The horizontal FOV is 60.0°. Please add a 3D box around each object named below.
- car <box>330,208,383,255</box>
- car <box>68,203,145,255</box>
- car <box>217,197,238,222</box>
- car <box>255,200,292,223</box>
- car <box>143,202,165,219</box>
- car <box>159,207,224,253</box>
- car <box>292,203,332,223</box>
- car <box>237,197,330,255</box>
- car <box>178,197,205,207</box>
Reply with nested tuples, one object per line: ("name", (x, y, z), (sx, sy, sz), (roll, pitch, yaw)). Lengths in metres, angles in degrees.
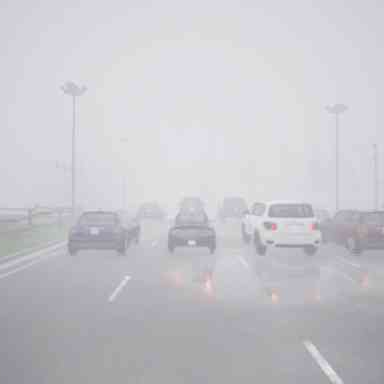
("car", (7.000, 1.481, 14.083), (2.097, 1.767, 4.553), (0, -1, 0))
("car", (-3.501, 1.481, 14.081), (2.097, 1.767, 4.553), (0, -1, 0))
("car", (3.493, 1.485, 29.001), (2.150, 2.045, 5.566), (0, 0, 0))
("car", (6.988, 1.619, 29.082), (2.097, 1.767, 4.553), (0, -1, 0))
("car", (-3.536, 1.619, 29.066), (2.097, 1.767, 4.553), (0, -1, -1))
("car", (0.000, 1.625, 14.293), (2.128, 1.511, 4.902), (0, 0, 0))
("car", (10.494, 1.798, 29.388), (1.812, 1.442, 4.674), (0, 0, 0))
("car", (3.498, 1.347, 14.025), (2.150, 2.045, 5.566), (0, 0, 0))
("car", (-0.013, 1.485, 29.036), (2.150, 2.045, 5.566), (0, 0, 0))
